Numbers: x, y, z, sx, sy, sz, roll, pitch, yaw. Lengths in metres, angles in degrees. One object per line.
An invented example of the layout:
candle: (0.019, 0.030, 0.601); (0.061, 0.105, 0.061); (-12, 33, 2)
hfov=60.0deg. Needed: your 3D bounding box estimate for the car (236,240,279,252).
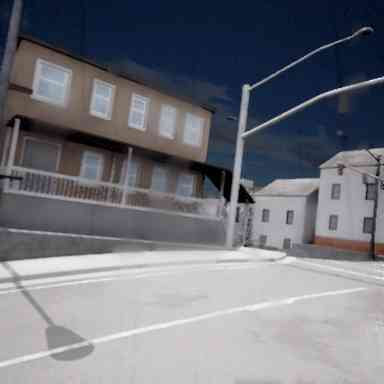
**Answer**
car: (5.196, 4.865, 28.452); (1.882, 1.535, 5.008); (10, -14, -34)
